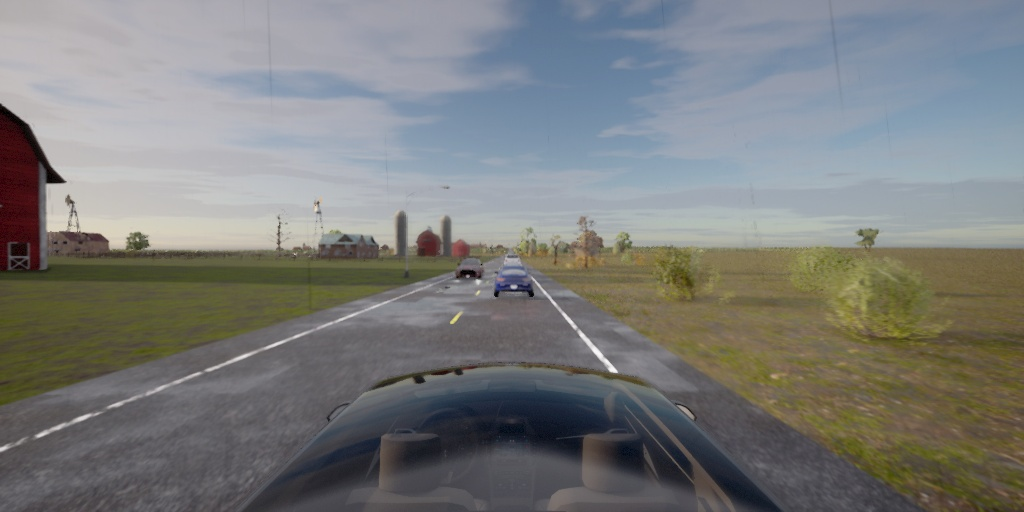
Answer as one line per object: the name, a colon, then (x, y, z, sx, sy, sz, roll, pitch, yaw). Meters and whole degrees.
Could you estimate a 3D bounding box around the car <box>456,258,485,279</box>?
car: (-3.529, 1.013, 30.835, 2.097, 1.767, 4.553, 0, 0, 0)

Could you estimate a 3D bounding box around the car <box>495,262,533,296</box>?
car: (0.083, 1.203, 18.453, 1.812, 1.442, 4.674, 0, 0, 0)

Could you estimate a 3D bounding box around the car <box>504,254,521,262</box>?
car: (0.051, 0.750, 50.021, 2.150, 2.045, 5.566, 0, 0, 0)
